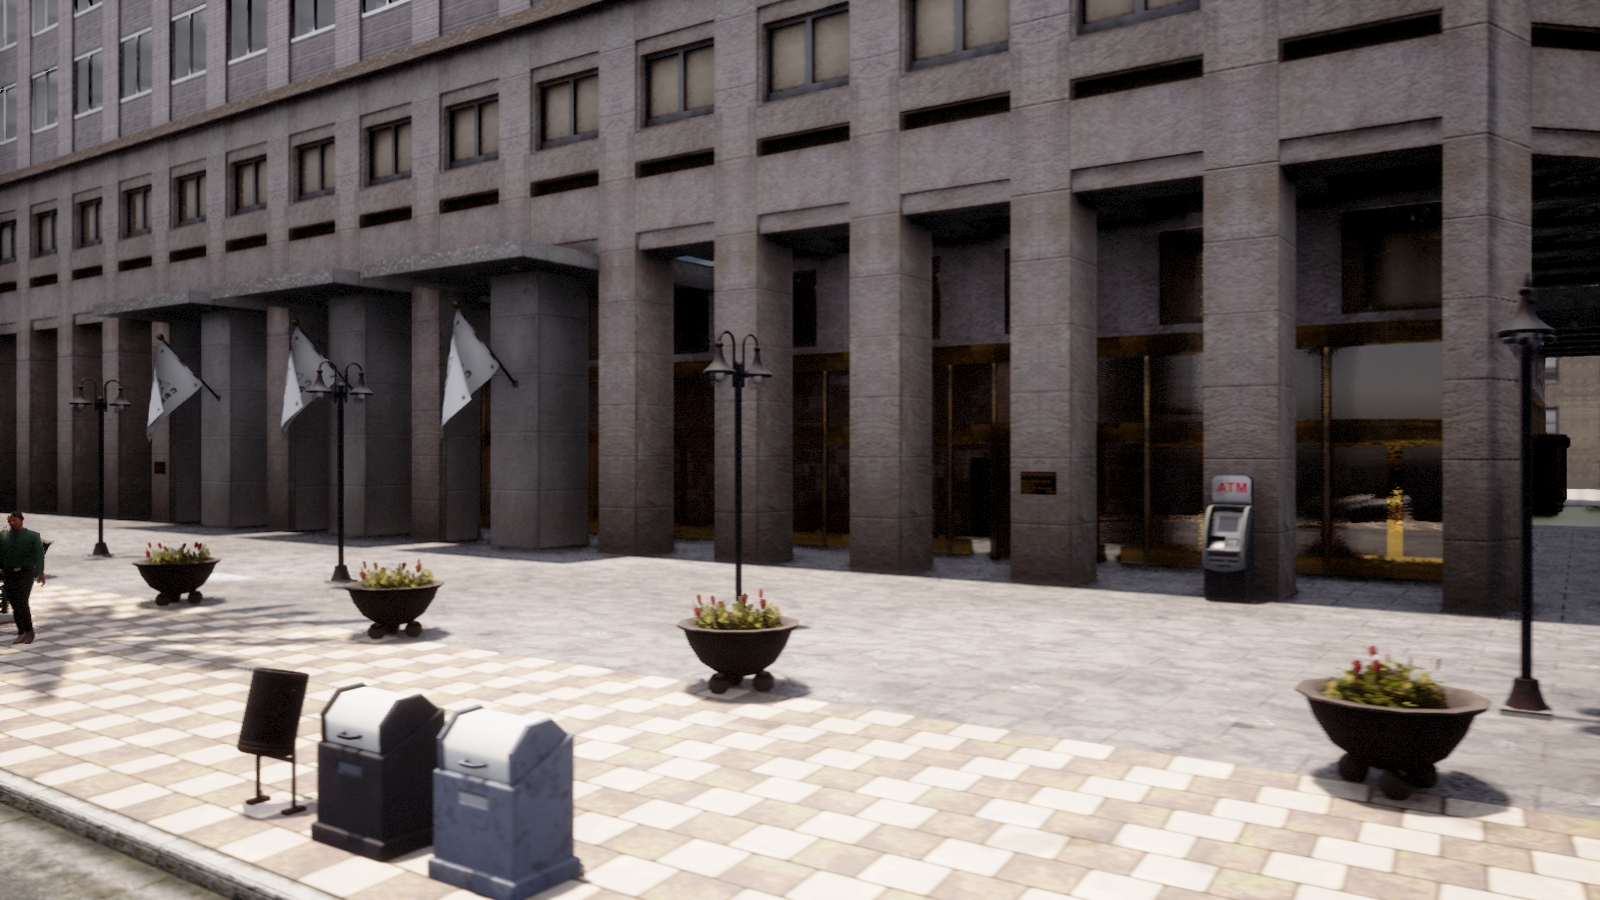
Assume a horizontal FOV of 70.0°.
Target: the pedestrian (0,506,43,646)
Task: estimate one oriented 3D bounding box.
[{"bbox_3d":[-10.560,1.696,15.505,0.375,1.860,0.375,0,0,-14],"label":"pedestrian"}]
